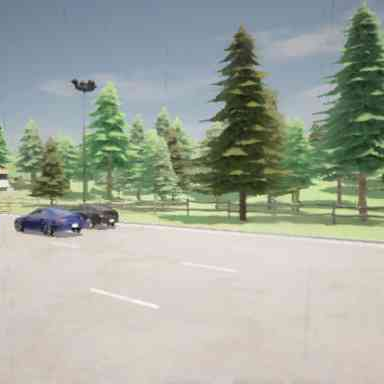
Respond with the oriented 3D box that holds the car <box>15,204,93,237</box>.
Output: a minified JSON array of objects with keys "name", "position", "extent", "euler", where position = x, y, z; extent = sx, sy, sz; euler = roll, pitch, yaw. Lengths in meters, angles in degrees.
[{"name":"car","position":[-7.784,1.529,18.144],"extent":[4.674,1.442,1.812],"euler":[0,0,35]}]

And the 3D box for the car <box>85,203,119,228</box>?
[{"name":"car","position":[-6.882,1.509,21.800],"extent":[4.892,1.490,1.837],"euler":[0,0,35]}]
